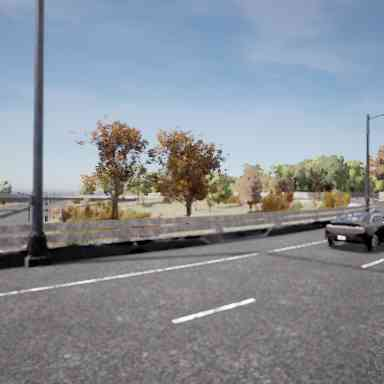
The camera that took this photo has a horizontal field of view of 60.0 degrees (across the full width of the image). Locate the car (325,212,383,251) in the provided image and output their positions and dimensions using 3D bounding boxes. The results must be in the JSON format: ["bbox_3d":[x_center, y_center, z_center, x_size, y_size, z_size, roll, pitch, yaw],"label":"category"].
[{"bbox_3d":[7.730,1.635,14.949,4.902,1.511,2.128,1,0,-44],"label":"car"}]
